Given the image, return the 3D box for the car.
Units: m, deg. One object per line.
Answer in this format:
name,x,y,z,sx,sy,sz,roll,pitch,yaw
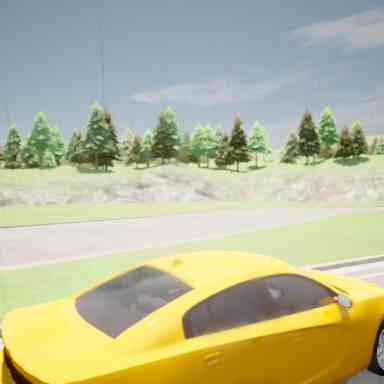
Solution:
car,0.547,1.471,3.933,5.008,1.535,1.882,0,0,-33
